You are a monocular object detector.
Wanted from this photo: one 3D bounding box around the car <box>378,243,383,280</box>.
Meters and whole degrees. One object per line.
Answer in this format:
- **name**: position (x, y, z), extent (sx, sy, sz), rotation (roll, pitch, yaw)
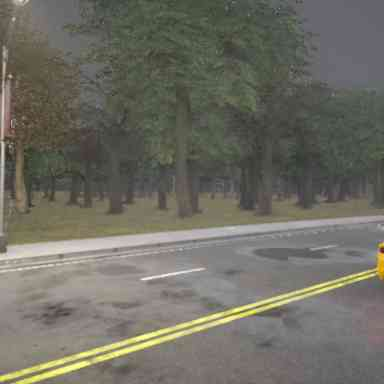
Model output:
- **car**: position (6.554, 1.479, 8.266), extent (5.008, 1.535, 1.882), rotation (0, 0, -36)
